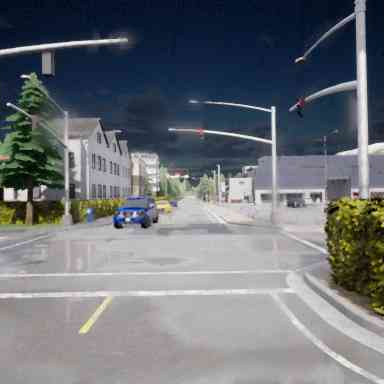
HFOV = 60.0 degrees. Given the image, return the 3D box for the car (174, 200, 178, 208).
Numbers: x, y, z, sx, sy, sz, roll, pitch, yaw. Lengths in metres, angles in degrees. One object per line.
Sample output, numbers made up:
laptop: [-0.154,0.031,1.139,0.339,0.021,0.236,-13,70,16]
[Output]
car: [-3.501,2.094,60.570,2.033,1.411,5.357,-1,-1,0]

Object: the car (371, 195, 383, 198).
car: [19.112,1.183,31.306,1.905,1.878,3.866,-1,-1,0]

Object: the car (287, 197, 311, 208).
car: [15.416,1.629,49.172,2.007,1.523,4.514,-1,-1,0]

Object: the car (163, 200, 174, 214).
car: [-3.604,1.829,40.387,1.882,1.535,5.008,-1,0,0]

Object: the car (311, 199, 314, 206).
car: [19.059,1.573,56.231,1.970,1.475,3.806,-1,-1,0]

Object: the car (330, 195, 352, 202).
car: [25.474,1.398,56.573,2.152,1.636,5.027,-1,-1,0]

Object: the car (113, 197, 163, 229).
car: [-3.812,1.420,23.703,2.150,2.045,5.566,-1,0,5]
